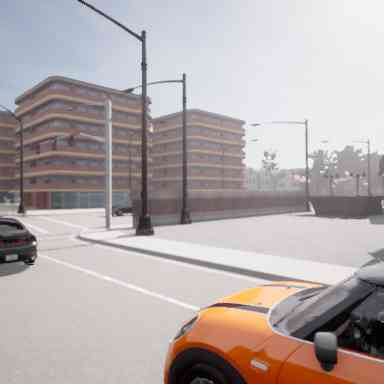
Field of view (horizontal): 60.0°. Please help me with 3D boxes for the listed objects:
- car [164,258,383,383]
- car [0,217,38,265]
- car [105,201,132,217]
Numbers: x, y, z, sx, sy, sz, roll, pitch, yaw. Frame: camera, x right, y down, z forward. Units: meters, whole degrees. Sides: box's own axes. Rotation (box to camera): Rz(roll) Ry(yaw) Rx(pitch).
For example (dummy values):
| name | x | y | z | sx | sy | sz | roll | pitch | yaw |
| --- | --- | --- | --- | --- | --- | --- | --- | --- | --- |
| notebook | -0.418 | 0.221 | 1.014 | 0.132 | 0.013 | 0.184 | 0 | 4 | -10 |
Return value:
| name | x | y | z | sx | sy | sz | roll | pitch | yaw |
| --- | --- | --- | --- | --- | --- | --- | --- | --- | --- |
| car | 1.880 | 1.356 | 2.725 | 4.553 | 1.767 | 2.097 | -1 | 0 | 40 |
| car | -6.744 | 1.593 | 11.066 | 1.837 | 1.490 | 4.892 | 0 | 0 | -44 |
| car | -6.652 | 1.699 | 34.563 | 2.128 | 1.511 | 4.902 | -1 | 0 | 45 |
